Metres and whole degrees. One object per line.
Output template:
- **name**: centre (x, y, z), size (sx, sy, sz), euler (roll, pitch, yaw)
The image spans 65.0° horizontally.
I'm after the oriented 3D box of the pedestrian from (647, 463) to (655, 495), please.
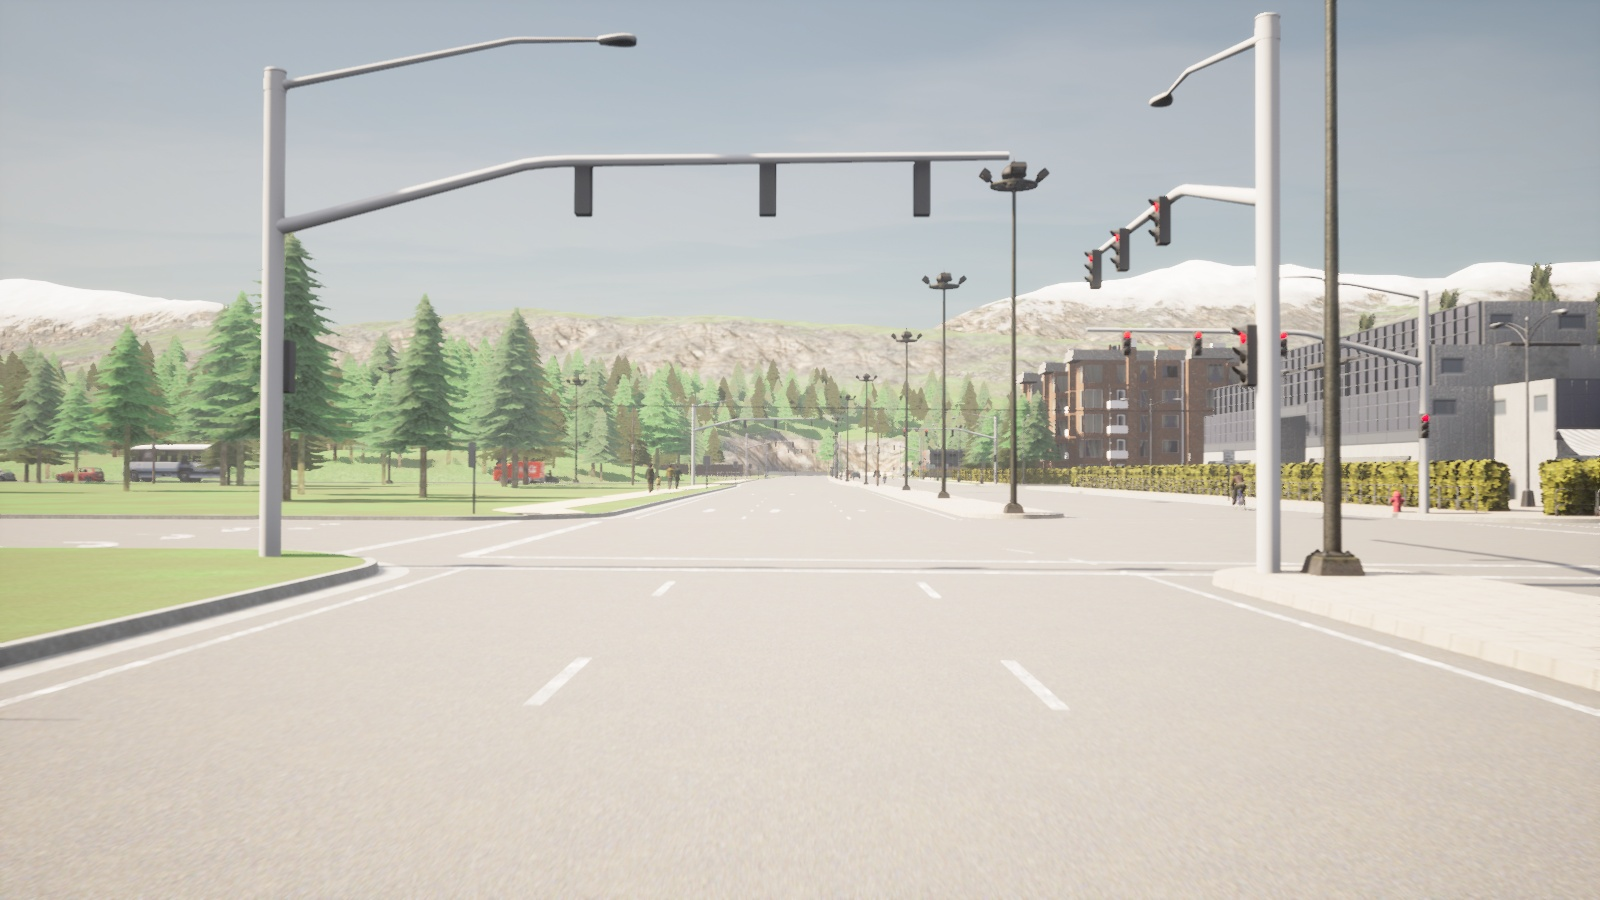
- **pedestrian**: centre (-9.087, 1.780, 76.796), size (0.395, 1.930, 0.692), euler (0, -1, 1)
